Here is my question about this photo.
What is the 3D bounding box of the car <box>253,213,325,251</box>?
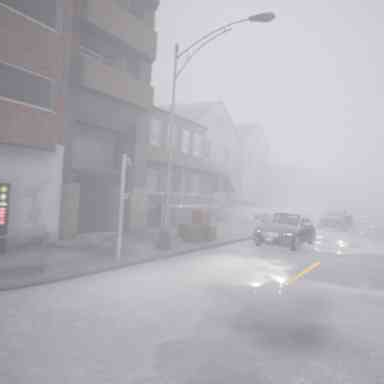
[{"bbox_3d":[4.498,1.759,15.719,2.128,1.511,4.902,4,0,33],"label":"car"}]

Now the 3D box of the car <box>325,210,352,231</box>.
[{"bbox_3d":[11.757,2.202,27.052,1.882,1.535,5.008,4,1,33],"label":"car"}]
